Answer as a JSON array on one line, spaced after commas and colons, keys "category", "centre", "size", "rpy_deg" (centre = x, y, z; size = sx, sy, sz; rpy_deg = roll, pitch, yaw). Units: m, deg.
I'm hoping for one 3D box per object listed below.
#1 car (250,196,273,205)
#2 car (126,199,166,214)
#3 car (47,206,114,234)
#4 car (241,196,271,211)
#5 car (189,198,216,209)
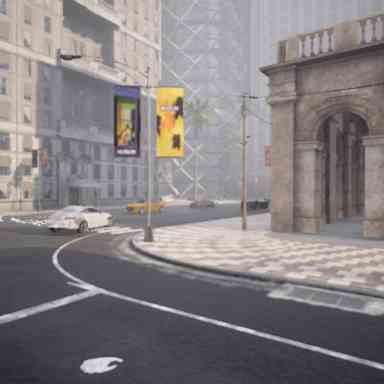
[{"category": "car", "centre": [12.267, 1.464, 58.655], "size": [2.128, 1.511, 4.902], "rpy_deg": [0, 0, 36]}, {"category": "car", "centre": [-4.783, 1.449, 34.996], "size": [1.882, 1.535, 5.008], "rpy_deg": [0, 0, 35]}, {"category": "car", "centre": [-6.311, 1.506, 19.203], "size": [1.812, 1.442, 4.674], "rpy_deg": [-1, 0, 15]}, {"category": "car", "centre": [7.737, 1.457, 40.182], "size": [1.882, 1.535, 5.008], "rpy_deg": [0, 0, 35]}, {"category": "car", "centre": [1.378, 1.535, 43.652], "size": [1.994, 1.385, 4.181], "rpy_deg": [0, 0, 36]}]
